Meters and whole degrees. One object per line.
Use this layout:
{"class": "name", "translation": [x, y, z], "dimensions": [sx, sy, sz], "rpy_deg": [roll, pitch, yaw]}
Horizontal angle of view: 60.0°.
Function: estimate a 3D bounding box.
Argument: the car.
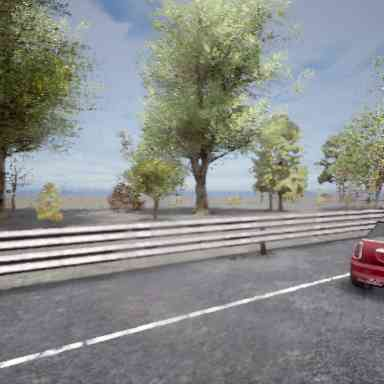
{"class": "car", "translation": [5.767, 1.344, 7.810], "dimensions": [4.553, 1.767, 2.097], "rpy_deg": [0, 0, -35]}
